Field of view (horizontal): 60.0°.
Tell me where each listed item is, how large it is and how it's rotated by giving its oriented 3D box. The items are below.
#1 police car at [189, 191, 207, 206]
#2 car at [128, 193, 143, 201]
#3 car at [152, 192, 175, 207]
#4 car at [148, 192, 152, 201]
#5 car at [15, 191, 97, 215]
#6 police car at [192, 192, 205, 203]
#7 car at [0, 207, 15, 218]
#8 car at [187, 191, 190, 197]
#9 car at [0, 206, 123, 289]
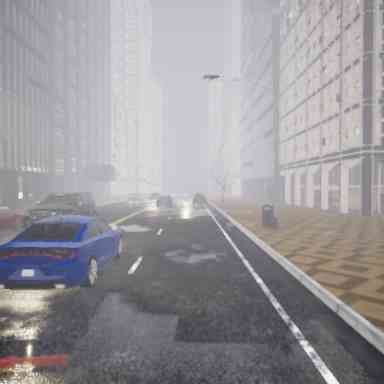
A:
[{"bbox_3d":[0.955,0.894,43.087,1.930,1.638,5.238,0,1,0],"label":"police car"},{"bbox_3d":[-9.799,0.860,57.737,2.033,1.411,5.357,0,1,1],"label":"car"},{"bbox_3d":[-3.168,0.998,39.757,2.128,1.511,4.902,0,1,0],"label":"car"},{"bbox_3d":[-6.564,0.805,58.231,1.837,1.490,4.892,0,1,1],"label":"car"},{"bbox_3d":[-6.603,0.995,17.434,2.150,2.045,5.566,0,1,0],"label":"car"},{"bbox_3d":[0.951,0.787,53.088,1.930,1.638,5.238,0,1,0],"label":"police car"},{"bbox_3d":[-9.854,1.394,15.861,1.895,1.301,4.718,0,1,0],"label":"car"},{"bbox_3d":[-0.036,0.508,78.517,1.812,1.442,4.674,0,1,0],"label":"car"},{"bbox_3d":[-3.151,1.361,8.860,1.882,1.535,5.008,0,1,0],"label":"car"}]
